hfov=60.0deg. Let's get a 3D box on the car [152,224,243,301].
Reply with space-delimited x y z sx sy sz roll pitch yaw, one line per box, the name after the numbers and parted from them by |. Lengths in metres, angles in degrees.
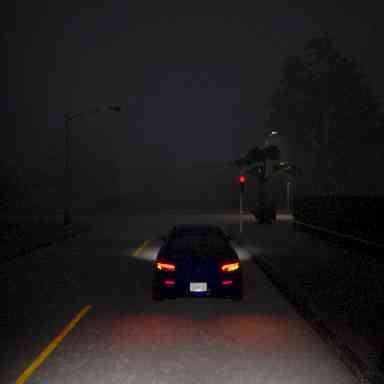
0.120 1.526 8.214 1.812 1.442 4.674 0 0 0 | car
